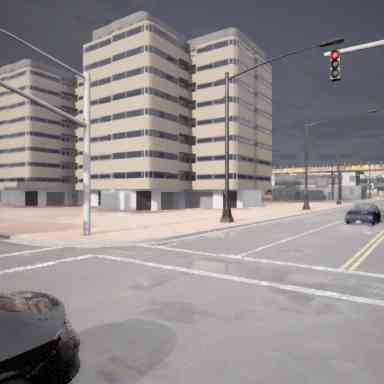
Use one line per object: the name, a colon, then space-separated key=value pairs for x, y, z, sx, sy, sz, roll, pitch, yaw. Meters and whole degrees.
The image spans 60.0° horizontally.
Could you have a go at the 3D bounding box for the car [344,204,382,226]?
car: x=12.310 y=1.548 z=23.742 sx=2.033 sy=1.411 sz=5.357 roll=0 pitch=0 yaw=35

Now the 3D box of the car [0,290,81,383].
car: x=-2.971 y=1.530 z=2.124 sx=1.812 sy=1.442 sz=4.674 roll=0 pitch=0 yaw=35
